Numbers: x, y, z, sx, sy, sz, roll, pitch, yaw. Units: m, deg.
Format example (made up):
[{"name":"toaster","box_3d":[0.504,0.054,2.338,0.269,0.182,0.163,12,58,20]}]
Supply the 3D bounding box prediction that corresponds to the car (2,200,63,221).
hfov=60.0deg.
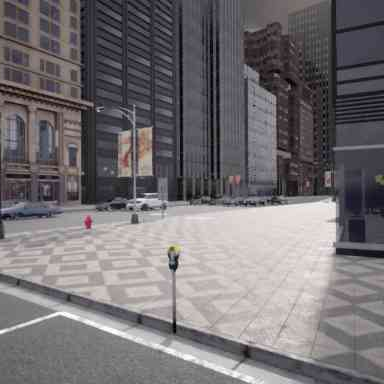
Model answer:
[{"name":"car","box_3d":[-13.500,1.517,27.616,2.033,1.411,5.357,-1,0,35]}]

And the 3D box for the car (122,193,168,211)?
[{"name":"car","box_3d":[-5.184,1.158,39.395,2.150,2.045,5.566,-1,0,35]}]

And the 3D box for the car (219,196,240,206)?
[{"name":"car","box_3d":[6.774,1.424,50.420,2.033,1.411,5.357,-1,0,36]}]

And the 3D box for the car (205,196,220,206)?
[{"name":"car","box_3d":[4.507,1.407,52.994,1.837,1.490,4.892,-1,-1,36]}]

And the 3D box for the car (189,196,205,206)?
[{"name":"car","box_3d":[1.385,1.433,54.224,1.837,1.490,4.892,-1,-1,36]}]

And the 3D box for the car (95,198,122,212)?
[{"name":"car","box_3d":[-9.200,1.469,39.335,1.837,1.490,4.892,-1,0,35]}]

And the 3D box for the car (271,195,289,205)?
[{"name":"car","box_3d":[14.913,1.344,56.412,1.837,1.490,4.892,-1,0,35]}]

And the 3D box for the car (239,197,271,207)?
[{"name":"car","box_3d":[9.188,1.453,48.209,1.895,1.301,4.718,-1,0,36]}]

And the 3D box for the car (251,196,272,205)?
[{"name":"car","box_3d":[12.275,1.465,58.311,1.895,1.301,4.718,-1,0,35]}]
